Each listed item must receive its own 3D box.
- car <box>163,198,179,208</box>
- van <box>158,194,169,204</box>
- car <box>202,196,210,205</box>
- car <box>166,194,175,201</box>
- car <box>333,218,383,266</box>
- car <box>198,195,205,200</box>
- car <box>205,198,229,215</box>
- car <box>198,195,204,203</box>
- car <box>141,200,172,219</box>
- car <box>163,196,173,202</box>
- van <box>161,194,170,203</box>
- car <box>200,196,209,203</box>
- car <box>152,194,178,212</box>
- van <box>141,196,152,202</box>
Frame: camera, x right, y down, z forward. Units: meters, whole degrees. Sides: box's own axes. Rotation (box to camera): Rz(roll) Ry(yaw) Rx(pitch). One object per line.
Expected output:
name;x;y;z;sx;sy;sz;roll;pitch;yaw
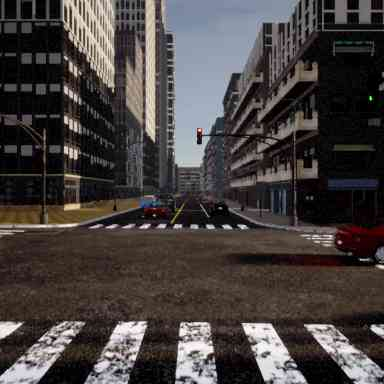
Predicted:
car;-3.067;1.588;49.569;1.994;1.385;4.181;0;0;0
van;-5.672;1.377;66.362;1.690;1.788;3.998;0;0;0
car;2.702;1.565;43.743;1.887;1.381;4.507;0;0;0
car;-5.664;1.369;88.980;2.192;1.841;5.009;0;0;0
car;7.639;1.658;11.681;5.008;1.535;1.882;1;0;-1
car;2.719;1.624;94.631;1.947;1.339;4.313;0;0;0
car;2.700;1.581;33.776;1.947;1.339;4.313;0;0;0
car;2.708;1.582;60.706;2.008;1.369;4.403;0;0;0
car;-3.093;1.613;29.580;1.895;1.301;4.718;0;0;0
car;-5.667;1.595;77.670;2.008;1.369;4.403;0;0;0
van;-5.669;1.381;72.016;1.690;1.788;3.998;0;0;0
car;2.711;1.585;72.013;1.887;1.381;4.507;0;0;0
car;-3.091;1.240;39.479;2.150;2.045;5.566;0;0;0
van;-5.679;1.362;43.745;1.690;1.788;3.998;0;0;0
